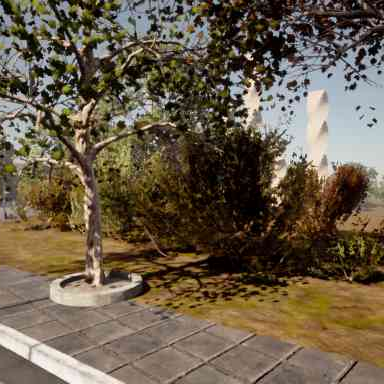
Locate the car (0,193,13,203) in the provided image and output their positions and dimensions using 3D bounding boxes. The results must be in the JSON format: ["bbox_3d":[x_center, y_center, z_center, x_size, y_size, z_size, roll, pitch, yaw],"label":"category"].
[{"bbox_3d":[-28.880,0.885,50.406,2.033,1.411,5.357,1,1,-10],"label":"car"}]
